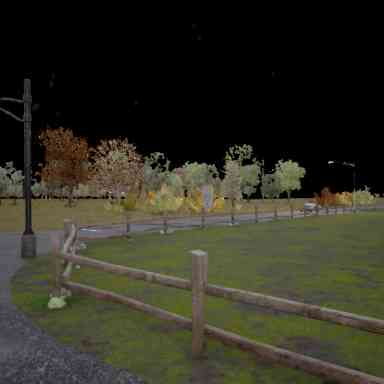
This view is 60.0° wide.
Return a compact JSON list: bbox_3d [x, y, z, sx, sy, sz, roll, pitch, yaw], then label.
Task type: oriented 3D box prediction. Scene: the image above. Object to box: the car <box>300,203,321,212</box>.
[{"bbox_3d":[18.925,2.447,52.945,2.033,1.411,5.357,-1,-2,40],"label":"car"}]
